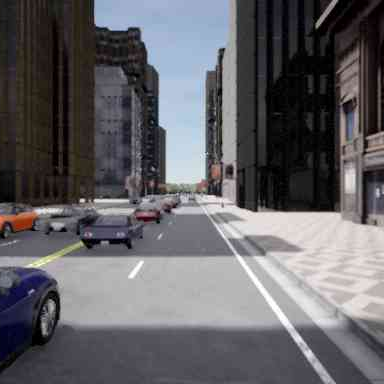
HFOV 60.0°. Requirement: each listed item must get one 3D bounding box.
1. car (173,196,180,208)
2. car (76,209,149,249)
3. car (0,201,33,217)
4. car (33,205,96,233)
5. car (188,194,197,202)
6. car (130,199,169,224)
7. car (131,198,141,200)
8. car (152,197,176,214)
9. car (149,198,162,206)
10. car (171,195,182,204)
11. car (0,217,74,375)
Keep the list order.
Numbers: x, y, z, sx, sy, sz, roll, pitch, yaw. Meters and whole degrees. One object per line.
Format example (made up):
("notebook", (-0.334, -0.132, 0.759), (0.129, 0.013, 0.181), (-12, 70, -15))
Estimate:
("car", (-3.245, 1.593, 47.642), (2.163, 1.488, 4.792), (0, 0, 0))
("car", (-3.249, 1.628, 14.641), (1.895, 1.301, 4.718), (0, 0, 0))
("car", (-9.847, 1.384, 17.334), (2.097, 1.767, 4.553), (0, 0, 0))
("car", (-6.596, 1.526, 18.722), (2.128, 1.511, 4.902), (0, 0, 0))
("car", (0.009, 1.645, 79.392), (1.812, 1.442, 4.674), (0, 0, 0))
("car", (-3.247, 1.552, 25.641), (2.163, 1.488, 4.792), (0, 0, 0))
("car", (-9.779, 1.672, 59.326), (1.994, 1.385, 4.181), (0, 0, 1))
("car", (-3.246, 1.572, 36.641), (2.163, 1.488, 4.792), (0, 0, 0))
("car", (-6.521, 1.711, 59.702), (1.895, 1.301, 4.718), (0, 0, 1))
("car", (-3.242, 1.554, 69.611), (2.033, 1.649, 4.856), (0, 0, 0))
("car", (-3.149, 1.359, 3.529), (2.097, 1.767, 4.553), (0, 0, 0))
